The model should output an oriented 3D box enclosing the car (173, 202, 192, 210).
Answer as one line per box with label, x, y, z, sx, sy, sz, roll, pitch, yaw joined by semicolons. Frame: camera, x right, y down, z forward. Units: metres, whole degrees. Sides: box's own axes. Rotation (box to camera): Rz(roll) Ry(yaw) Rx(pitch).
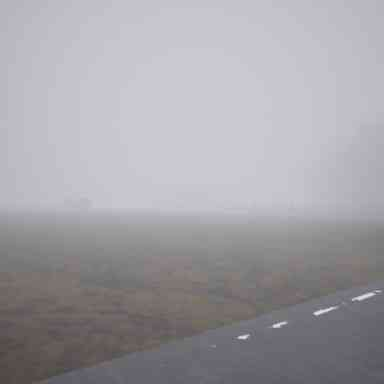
car;-1.891;2.780;65.562;2.128;1.511;4.902;-1;-1;-35
